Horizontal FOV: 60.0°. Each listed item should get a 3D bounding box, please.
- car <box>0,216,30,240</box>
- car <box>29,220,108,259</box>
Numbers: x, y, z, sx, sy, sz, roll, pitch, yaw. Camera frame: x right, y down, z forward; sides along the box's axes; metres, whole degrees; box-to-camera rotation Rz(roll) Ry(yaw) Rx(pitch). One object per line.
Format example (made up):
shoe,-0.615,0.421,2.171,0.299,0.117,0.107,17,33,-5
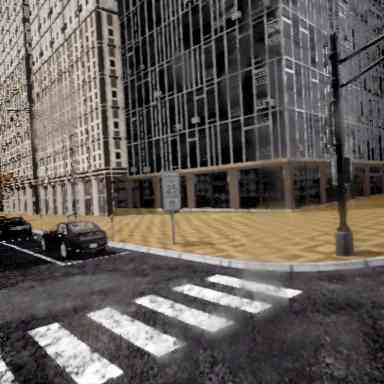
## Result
car,-12.348,2.402,22.862,1.947,1.339,4.313,-5,1,-40
car,-5.135,1.890,14.243,2.008,1.369,4.403,-5,1,-40
